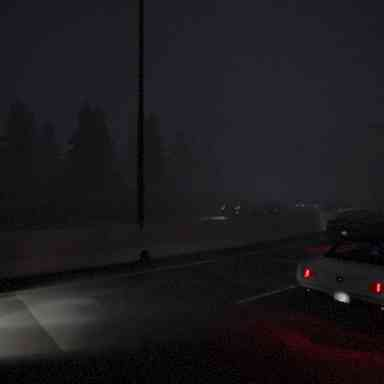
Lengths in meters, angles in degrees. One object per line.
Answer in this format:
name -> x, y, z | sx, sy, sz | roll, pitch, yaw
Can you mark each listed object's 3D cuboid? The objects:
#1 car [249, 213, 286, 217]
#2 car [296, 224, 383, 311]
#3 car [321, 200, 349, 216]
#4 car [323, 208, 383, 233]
car -> 6.790, 1.618, 29.918 | 1.882, 1.535, 5.008 | 0, 0, 39
car -> 4.448, 1.646, 7.491 | 4.718, 1.301, 1.895 | 0, 0, -40
car -> 15.447, 1.674, 35.677 | 1.882, 1.535, 5.008 | 0, 0, 33
car -> 8.111, 1.569, 15.596 | 5.008, 1.535, 1.882 | 0, 0, -44
